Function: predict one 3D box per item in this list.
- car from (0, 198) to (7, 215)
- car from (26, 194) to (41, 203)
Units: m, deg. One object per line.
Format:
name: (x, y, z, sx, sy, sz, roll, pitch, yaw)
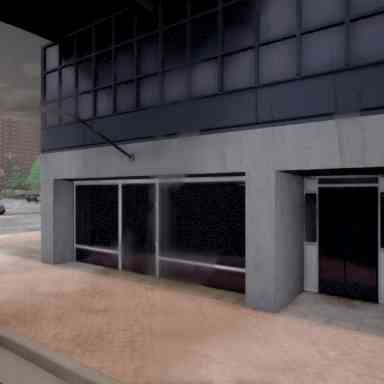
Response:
car: (-17.866, 1.491, 27.171, 2.128, 1.511, 4.902, 0, 0, 36)
car: (-30.218, 1.153, 64.697, 4.605, 1.855, 1.932, 0, 0, 35)
